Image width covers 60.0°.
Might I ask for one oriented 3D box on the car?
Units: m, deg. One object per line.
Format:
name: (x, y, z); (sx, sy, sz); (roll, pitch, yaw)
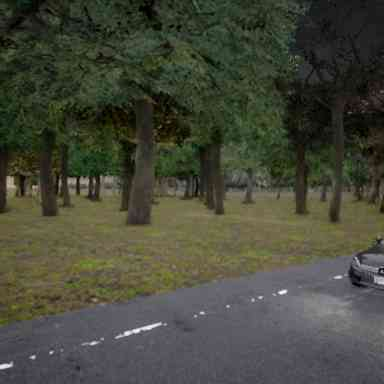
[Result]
car: (5.728, 1.535, 8.086); (4.674, 1.442, 1.812); (0, 0, -36)
